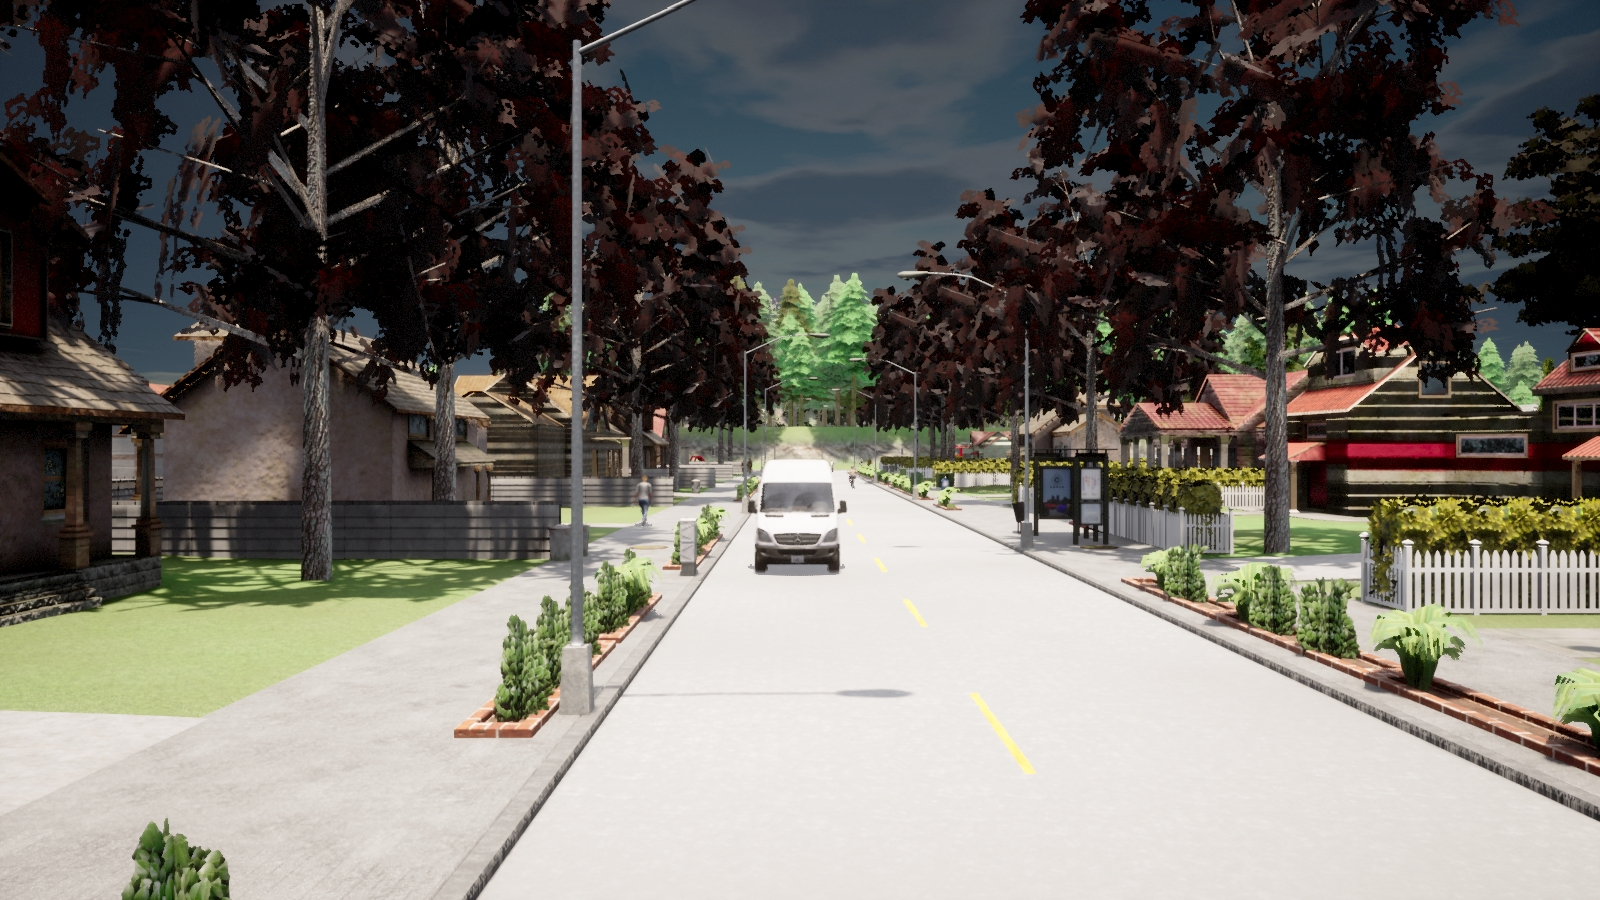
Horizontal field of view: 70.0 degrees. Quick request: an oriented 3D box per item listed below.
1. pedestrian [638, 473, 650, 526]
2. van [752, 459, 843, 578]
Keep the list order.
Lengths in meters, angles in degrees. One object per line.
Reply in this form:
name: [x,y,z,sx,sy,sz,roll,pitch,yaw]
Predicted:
pedestrian: [-5.532,1.743,40.498,0.375,1.860,0.375,0,0,1]
van: [-0.058,1.534,28.041,1.988,2.561,5.915,0,0,0]
